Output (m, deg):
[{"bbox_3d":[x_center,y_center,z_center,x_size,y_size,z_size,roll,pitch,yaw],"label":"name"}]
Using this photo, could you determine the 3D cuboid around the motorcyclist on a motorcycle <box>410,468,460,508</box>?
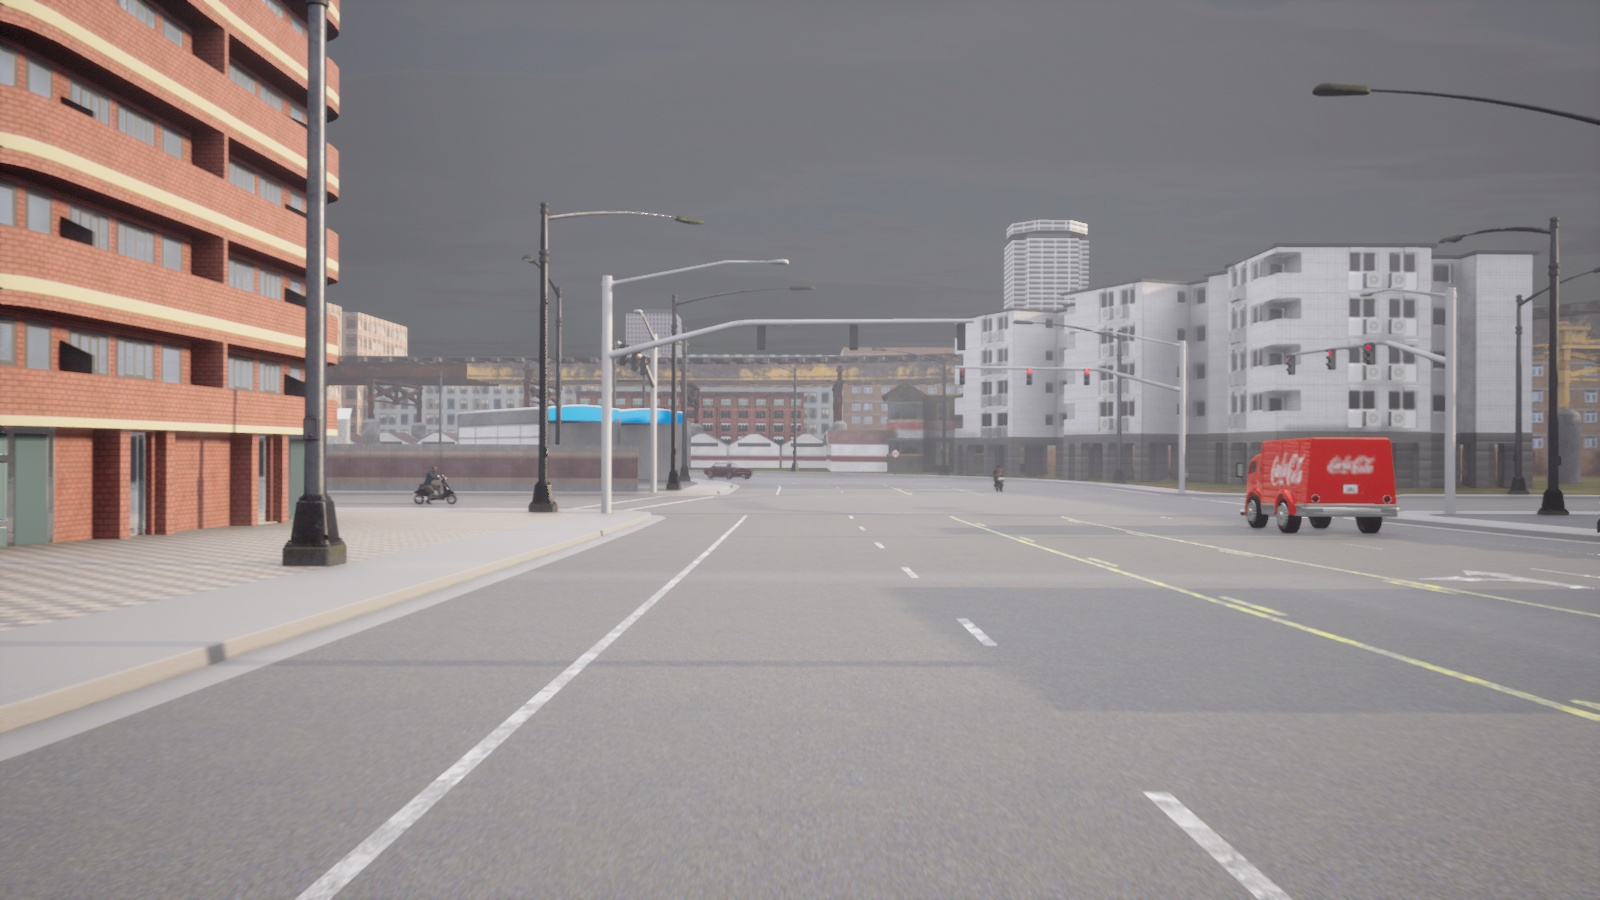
[{"bbox_3d":[-14.955,1.563,51.506,1.817,1.590,0.866,0,0,-3],"label":"motorcyclist on a motorcycle"}]

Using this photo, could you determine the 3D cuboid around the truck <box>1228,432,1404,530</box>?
[{"bbox_3d":[13.959,0.853,34.405,2.627,2.467,5.204,0,-2,0],"label":"truck"}]

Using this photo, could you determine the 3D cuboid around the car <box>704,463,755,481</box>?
[{"bbox_3d":[-5.536,1.692,97.974,1.895,1.301,4.718,0,0,-34],"label":"car"}]
